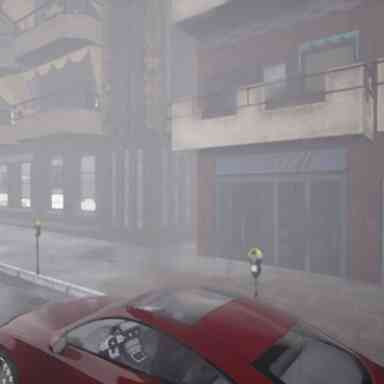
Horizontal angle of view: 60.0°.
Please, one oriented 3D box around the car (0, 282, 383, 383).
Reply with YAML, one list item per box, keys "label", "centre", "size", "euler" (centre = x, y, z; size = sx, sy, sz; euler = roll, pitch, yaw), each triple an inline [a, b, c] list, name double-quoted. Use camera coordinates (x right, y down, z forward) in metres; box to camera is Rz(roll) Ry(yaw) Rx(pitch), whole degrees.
- label: "car"
  centre: [-0.226, 1.544, 3.061]
  size: [4.206, 1.307, 1.802]
  euler: [1, 0, 36]
